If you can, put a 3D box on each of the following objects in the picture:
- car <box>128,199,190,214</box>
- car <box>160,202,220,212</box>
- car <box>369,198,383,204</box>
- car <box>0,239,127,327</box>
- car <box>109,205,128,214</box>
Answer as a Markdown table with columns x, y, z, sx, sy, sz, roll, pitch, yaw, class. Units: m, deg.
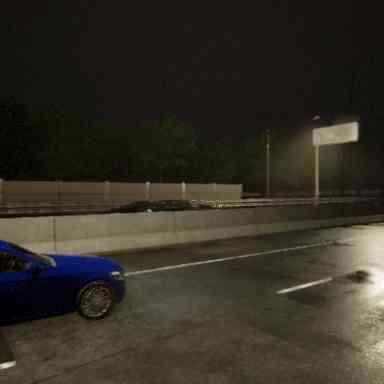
| x | y | z | sx | sy | sz | roll | pitch | yaw | class |
| --- | --- | --- | --- | --- | --- | --- | --- | --- | --- |
| -1.900 | 1.344 | 24.161 | 4.553 | 1.767 | 2.097 | 0 | 0 | -36 | car |
| 0.389 | 1.556 | 21.494 | 4.181 | 1.385 | 1.994 | 0 | 0 | -36 | car |
| 28.717 | 1.540 | 50.594 | 4.181 | 1.385 | 1.994 | 0 | 0 | -36 | car |
| -3.432 | 1.525 | 5.599 | 4.674 | 1.442 | 1.812 | 0 | 0 | -36 | car |
| -4.196 | 1.470 | 26.820 | 5.008 | 1.535 | 1.882 | 0 | 0 | -36 | car |
